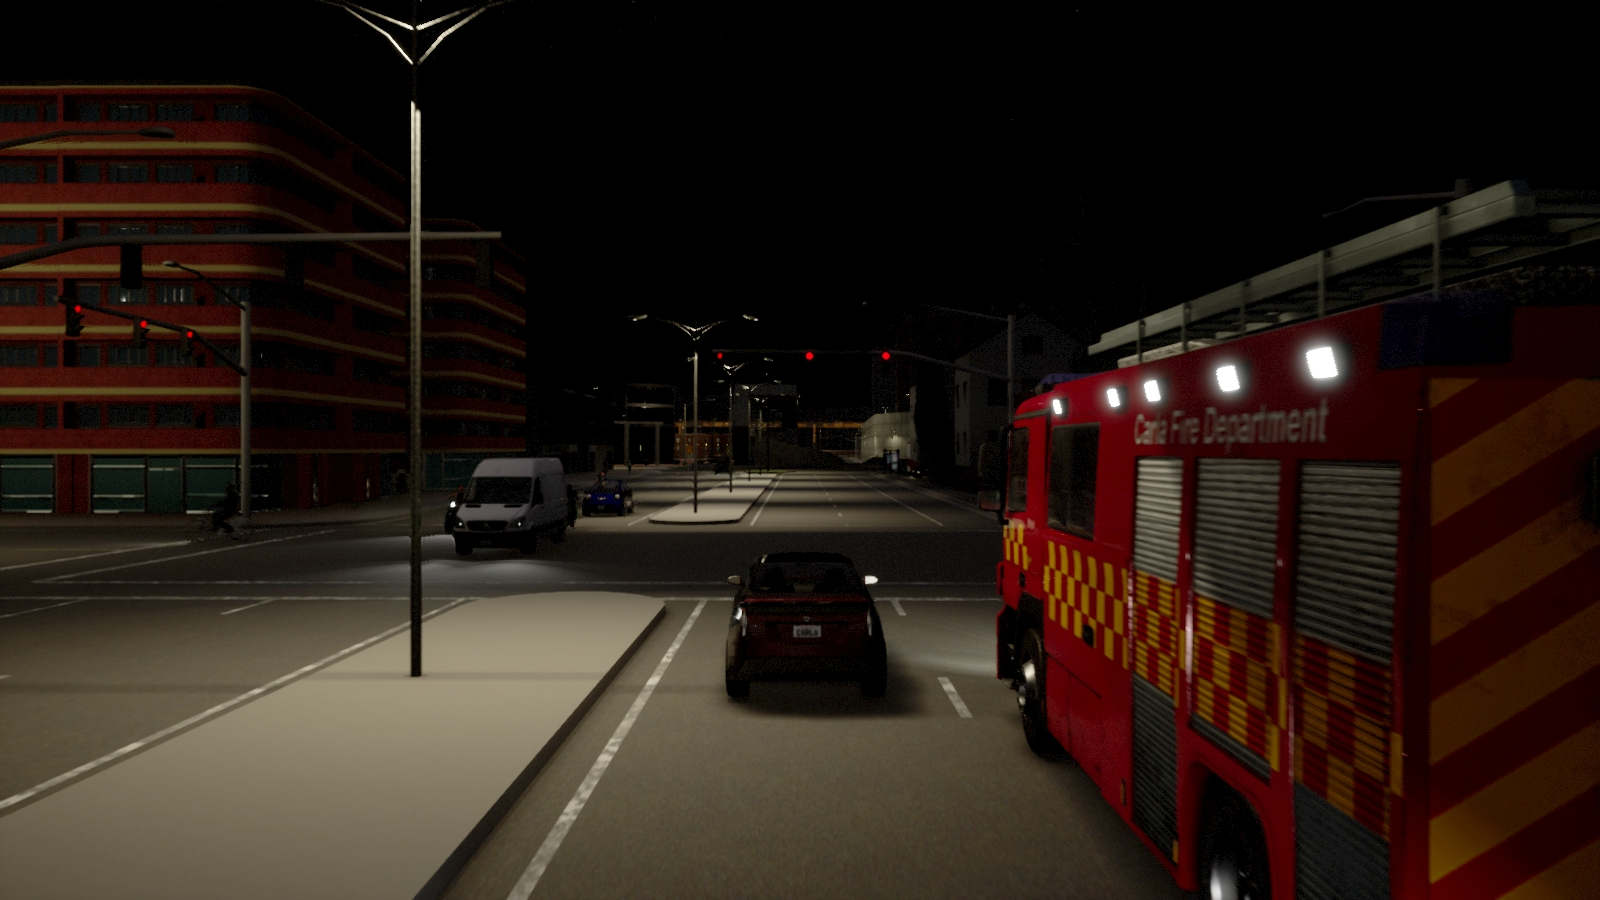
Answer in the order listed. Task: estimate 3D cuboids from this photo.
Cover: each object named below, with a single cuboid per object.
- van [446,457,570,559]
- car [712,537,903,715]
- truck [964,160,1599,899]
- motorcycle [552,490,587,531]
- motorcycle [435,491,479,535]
[{"bbox_3d":[-8.041,1.505,32.126,1.988,2.561,5.915,0,0,0],"label":"van"},{"bbox_3d":[0.049,2.026,14.318,2.007,1.525,4.514,0,0,-1],"label":"car"},{"bbox_3d":[3.232,0.882,8.279,2.891,3.827,8.468,0,0,0],"label":"truck"},{"bbox_3d":[-8.028,2.094,39.825,0.856,1.341,1.805,0,0,0],"label":"motorcycle"},{"bbox_3d":[-11.546,2.108,38.511,0.764,1.332,2.356,0,0,0],"label":"motorcycle"}]
